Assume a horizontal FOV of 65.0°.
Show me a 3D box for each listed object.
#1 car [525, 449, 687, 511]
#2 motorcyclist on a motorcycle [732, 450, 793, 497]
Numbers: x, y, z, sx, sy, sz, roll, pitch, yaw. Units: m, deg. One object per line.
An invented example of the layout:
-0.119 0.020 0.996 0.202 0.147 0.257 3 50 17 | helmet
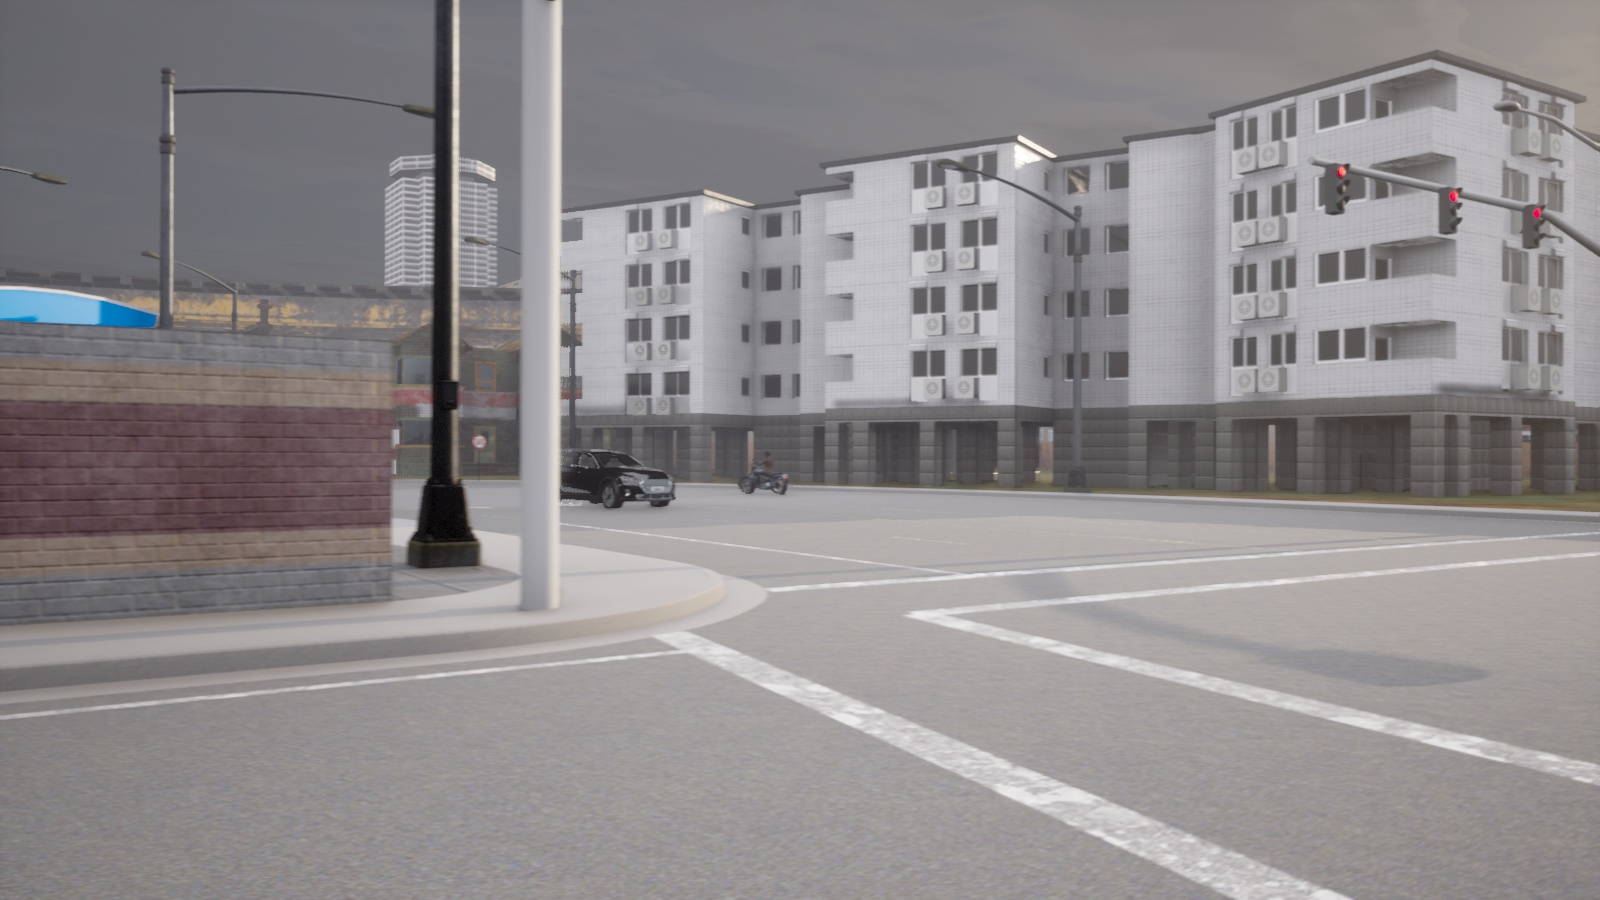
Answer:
-5.533 0.795 35.356 4.856 1.649 2.033 0 0 45 | car
-1.400 0.850 45.964 2.350 1.649 0.766 0 0 42 | motorcyclist on a motorcycle
